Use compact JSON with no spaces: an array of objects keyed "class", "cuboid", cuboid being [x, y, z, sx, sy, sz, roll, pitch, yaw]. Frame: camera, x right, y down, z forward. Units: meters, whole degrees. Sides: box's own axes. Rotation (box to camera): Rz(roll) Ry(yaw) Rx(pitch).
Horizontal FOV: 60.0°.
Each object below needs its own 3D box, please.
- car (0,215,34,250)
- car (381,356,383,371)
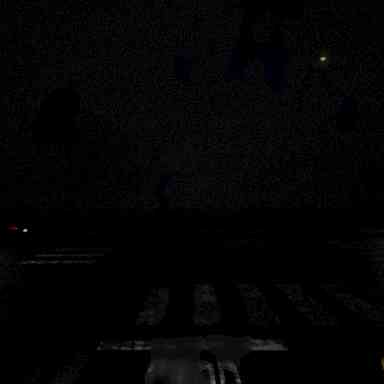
[{"class":"car","cuboid":[-9.124,1.649,14.245,4.181,1.385,1.994,-1,0,1]},{"class":"car","cuboid":[2.639,1.525,1.221,1.752,1.417,4.829,0,0,0]}]
